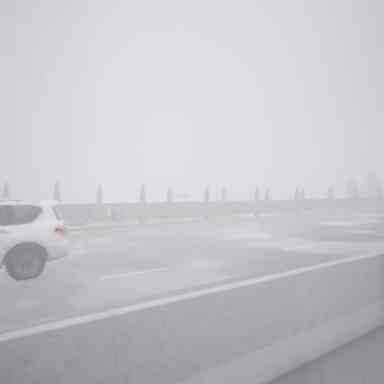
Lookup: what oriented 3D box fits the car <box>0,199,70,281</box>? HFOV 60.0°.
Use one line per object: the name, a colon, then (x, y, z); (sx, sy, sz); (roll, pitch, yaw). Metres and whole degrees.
car: (-5.999, 1.222, 8.312); (5.566, 2.045, 2.150); (0, 0, -35)
